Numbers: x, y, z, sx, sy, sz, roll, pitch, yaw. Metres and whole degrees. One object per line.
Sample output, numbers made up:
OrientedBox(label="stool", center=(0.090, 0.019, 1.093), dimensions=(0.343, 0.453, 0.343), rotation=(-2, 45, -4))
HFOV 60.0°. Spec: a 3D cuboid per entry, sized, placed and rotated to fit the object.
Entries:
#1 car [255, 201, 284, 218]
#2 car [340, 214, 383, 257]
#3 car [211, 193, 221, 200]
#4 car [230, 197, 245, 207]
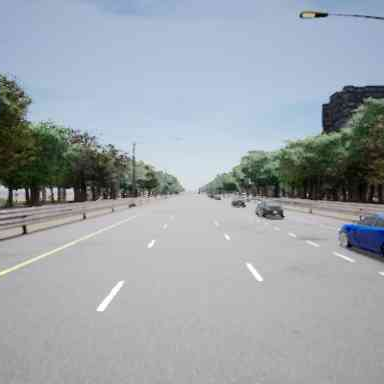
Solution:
OrientedBox(label="car", center=(7.001, 1.543, 30.229), dimensions=(1.812, 1.442, 4.674), rotation=(0, 0, 0))
OrientedBox(label="car", center=(7.000, 1.497, 11.692), dimensions=(1.882, 1.535, 5.008), rotation=(0, 0, 0))
OrientedBox(label="car", center=(7.227, 1.628, 95.277), dimensions=(2.033, 1.411, 5.357), rotation=(0, 0, 0))
OrientedBox(label="car", center=(7.039, 1.561, 51.273), dimensions=(1.812, 1.442, 4.674), rotation=(0, 0, 0))
